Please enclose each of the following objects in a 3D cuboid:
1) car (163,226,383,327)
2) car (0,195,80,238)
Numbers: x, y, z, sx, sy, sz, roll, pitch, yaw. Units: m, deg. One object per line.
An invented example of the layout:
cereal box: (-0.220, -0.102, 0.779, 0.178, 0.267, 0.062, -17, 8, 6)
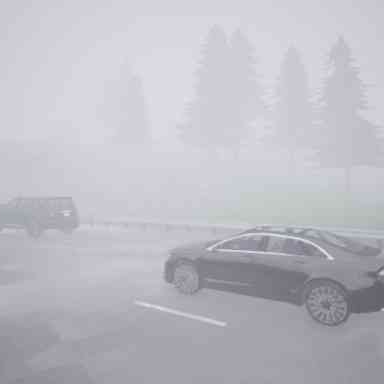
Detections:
car: (1.586, 1.477, 7.023, 4.902, 1.511, 2.128, 0, 0, 35)
car: (-8.422, 1.201, 17.600, 5.566, 2.045, 2.150, 0, 0, 31)
